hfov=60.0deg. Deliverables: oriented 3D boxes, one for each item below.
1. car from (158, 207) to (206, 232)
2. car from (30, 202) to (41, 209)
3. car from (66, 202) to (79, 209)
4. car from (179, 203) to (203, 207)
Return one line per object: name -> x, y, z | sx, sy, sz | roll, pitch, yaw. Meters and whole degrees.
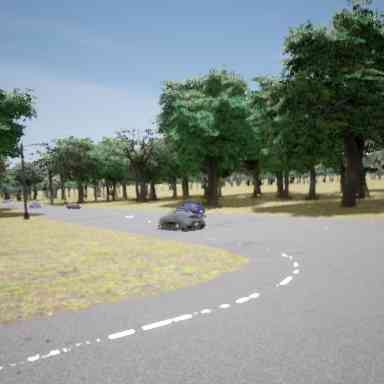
car -> -0.841, 2.114, 25.016 | 1.994, 1.385, 4.181 | -4, 1, -36
car -> -40.144, 3.328, 85.423 | 2.097, 1.767, 4.553 | -4, 1, -34
car -> -25.699, 2.950, 71.429 | 1.994, 1.385, 4.181 | -4, 1, -36
car -> -0.403, 1.907, 36.347 | 1.812, 1.442, 4.674 | -4, 1, -36
